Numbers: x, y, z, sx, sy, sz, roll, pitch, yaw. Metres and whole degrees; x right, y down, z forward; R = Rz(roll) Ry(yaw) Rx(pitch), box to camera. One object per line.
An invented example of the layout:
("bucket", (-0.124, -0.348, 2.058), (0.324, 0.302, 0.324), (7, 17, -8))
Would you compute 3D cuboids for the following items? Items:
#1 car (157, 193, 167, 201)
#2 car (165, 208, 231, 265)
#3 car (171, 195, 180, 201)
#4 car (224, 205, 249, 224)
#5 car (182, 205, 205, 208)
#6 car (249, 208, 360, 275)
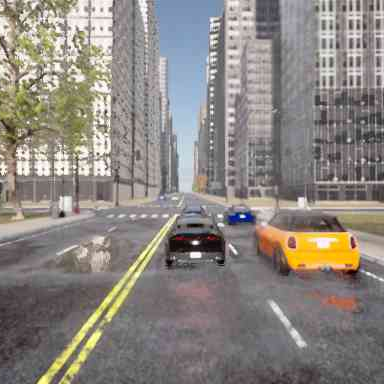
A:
("car", (-7.428, 1.255, 82.804), (2.150, 2.045, 5.566), (0, 0, -1))
("car", (0.101, 1.518, 11.683), (1.837, 1.490, 4.892), (0, 0, 0))
("car", (-4.179, 1.555, 82.889), (1.812, 1.442, 4.674), (0, 0, -1))
("car", (3.350, 1.586, 23.872), (1.994, 1.385, 4.181), (0, 0, 0))
("car", (0.101, 1.586, 23.961), (1.994, 1.385, 4.181), (0, 0, 0))
("car", (3.350, 1.365, 10.620), (2.097, 1.767, 4.553), (0, 0, 0))
